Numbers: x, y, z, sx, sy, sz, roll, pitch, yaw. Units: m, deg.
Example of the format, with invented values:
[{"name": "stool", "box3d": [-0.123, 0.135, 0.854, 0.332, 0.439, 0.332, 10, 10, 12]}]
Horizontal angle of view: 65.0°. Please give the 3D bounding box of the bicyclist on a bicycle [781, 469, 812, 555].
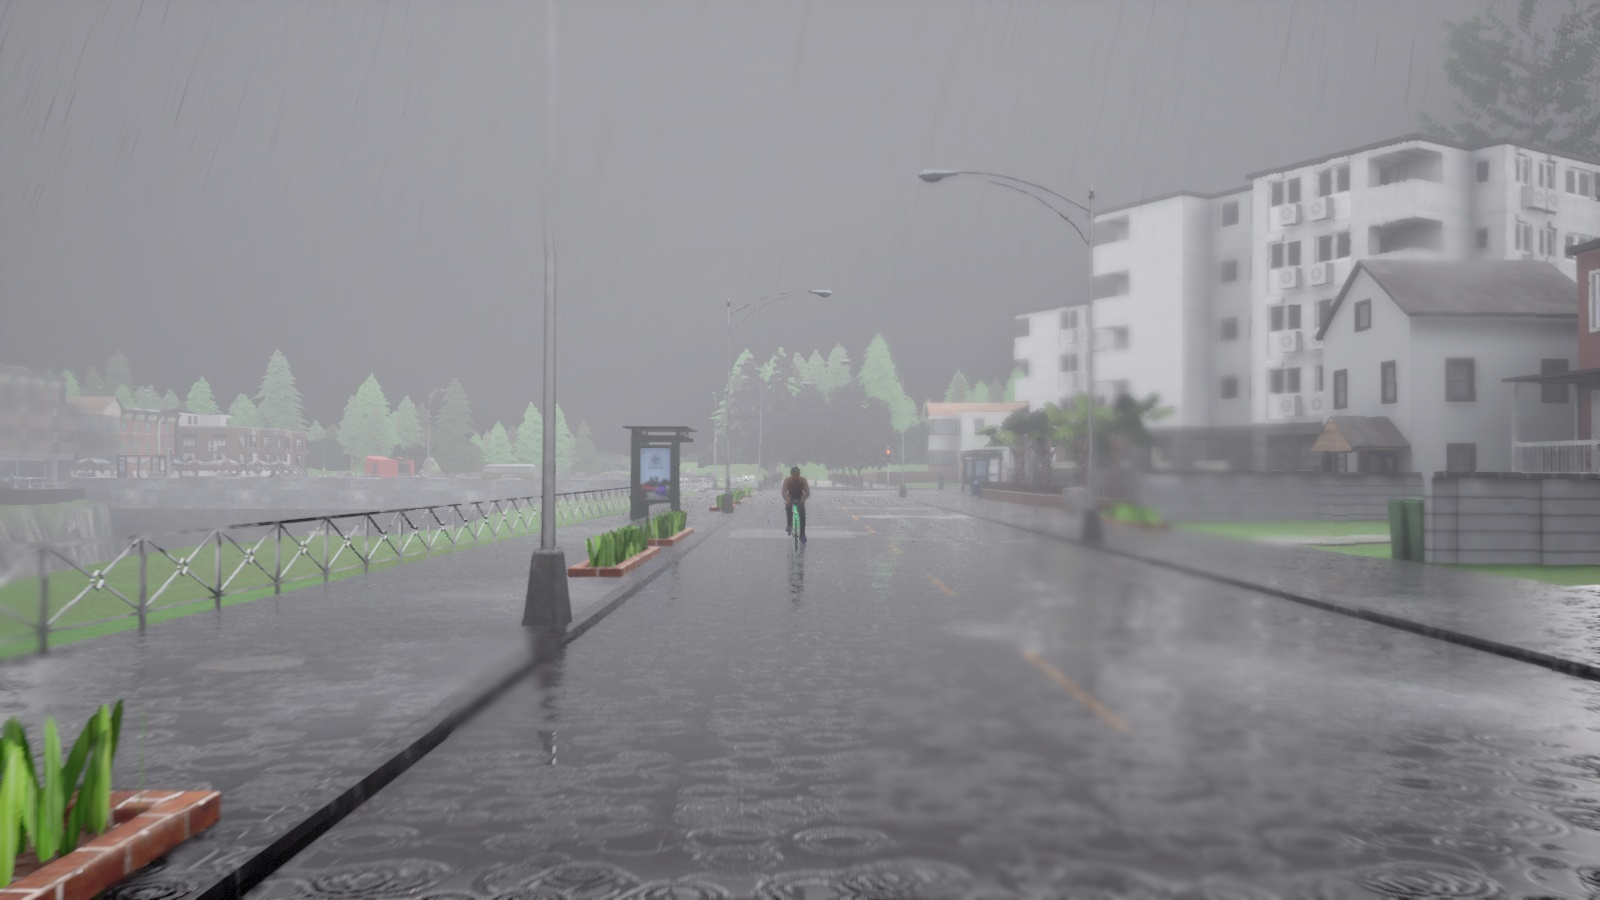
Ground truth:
[{"name": "bicyclist on a bicycle", "box3d": [-0.061, 1.180, 24.626, 0.582, 1.620, 1.656, 0, -1, 0]}]
